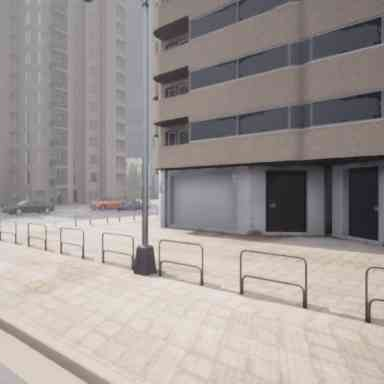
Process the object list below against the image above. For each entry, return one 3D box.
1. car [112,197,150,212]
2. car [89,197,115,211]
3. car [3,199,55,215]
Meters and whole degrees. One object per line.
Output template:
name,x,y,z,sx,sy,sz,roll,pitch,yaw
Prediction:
car,-7.046,1.604,40.259,1.994,1.385,4.181,0,0,39
car,-10.585,1.391,41.716,2.097,1.767,4.553,0,0,39
car,-16.644,1.544,34.127,1.837,1.490,4.892,0,0,39
